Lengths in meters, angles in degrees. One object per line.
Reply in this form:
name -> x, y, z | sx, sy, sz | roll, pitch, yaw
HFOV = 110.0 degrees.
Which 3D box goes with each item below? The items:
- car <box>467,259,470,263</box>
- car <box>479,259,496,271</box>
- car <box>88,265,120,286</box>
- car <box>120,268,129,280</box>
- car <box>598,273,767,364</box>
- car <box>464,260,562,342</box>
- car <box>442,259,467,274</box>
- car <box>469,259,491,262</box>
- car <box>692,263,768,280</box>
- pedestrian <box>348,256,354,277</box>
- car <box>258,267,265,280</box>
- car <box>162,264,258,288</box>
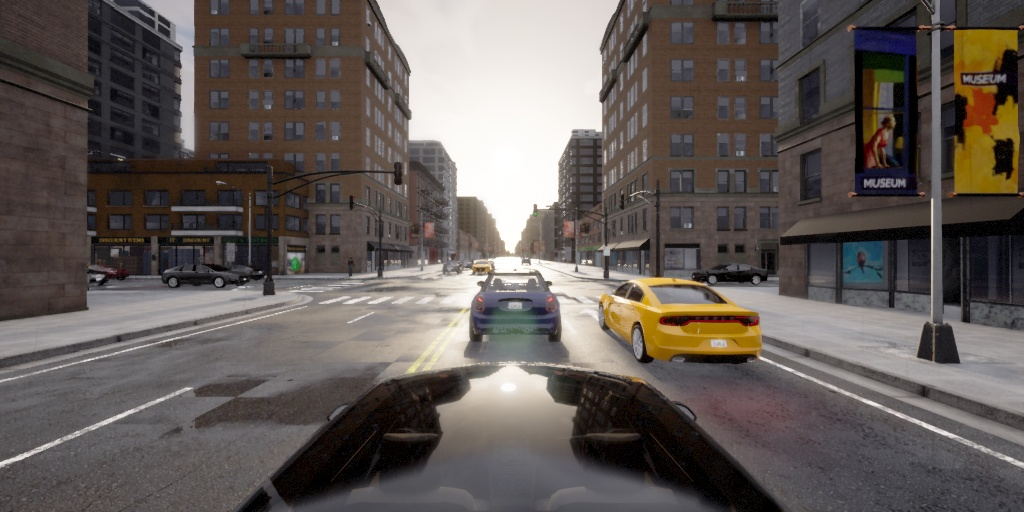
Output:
car -> -6.666, 1.239, 52.273 | 2.128, 1.511, 4.902 | 0, 0, 0
car -> -3.415, 1.239, 51.654 | 2.128, 1.511, 4.902 | 0, 0, 0
car -> -29.101, 1.232, 23.145 | 4.902, 1.511, 2.128 | 0, 0, 0
car -> -33.184, 1.344, 28.646 | 4.207, 1.307, 1.802 | 0, 0, 0
car -> 3.317, 1.228, 8.136 | 1.882, 1.535, 5.008 | 0, 0, 1
car -> 0.079, 1.102, 9.942 | 2.097, 1.767, 4.553 | 0, 0, 0
car -> -6.666, 1.241, 40.667 | 2.128, 1.511, 4.902 | 0, 0, -1
car -> -3.405, 1.227, 41.273 | 1.882, 1.535, 5.008 | 0, 0, 0
car -> 15.849, 1.268, 26.282 | 5.008, 1.535, 1.882 | 0, 0, 1
pedestrian -> -14.183, 0.920, 31.452 | 0.375, 1.860, 0.375 | 0, 0, 0
car -> -22.161, 1.330, 28.605 | 4.313, 1.339, 1.948 | 0, 0, 0
car -> -19.613, 1.248, 23.110 | 4.892, 1.490, 1.837 | 0, 0, 0
